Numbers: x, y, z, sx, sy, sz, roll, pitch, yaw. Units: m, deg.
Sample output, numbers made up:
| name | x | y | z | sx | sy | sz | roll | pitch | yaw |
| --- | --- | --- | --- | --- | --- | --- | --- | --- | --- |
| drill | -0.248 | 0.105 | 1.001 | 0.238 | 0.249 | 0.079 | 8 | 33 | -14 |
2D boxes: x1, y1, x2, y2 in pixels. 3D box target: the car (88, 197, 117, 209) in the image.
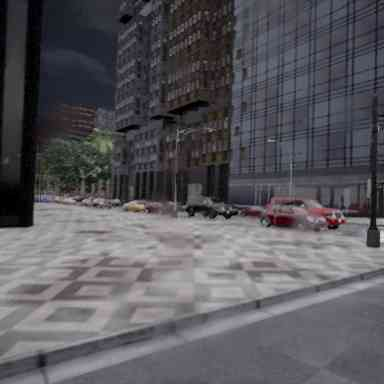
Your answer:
| name | x | y | z | sx | sy | sz | roll | pitch | yaw |
| --- | --- | --- | --- | --- | --- | --- | --- | --- | --- |
| car | -12.807 | 1.594 | 47.472 | 1.967 | 1.590 | 4.097 | 3 | -2 | -36 |

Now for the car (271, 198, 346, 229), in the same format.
| name | x | y | z | sx | sy | sz | roll | pitch | yaw |
| --- | --- | --- | --- | --- | --- | --- | --- | --- | --- |
| car | 7.762 | 1.461 | 23.300 | 2.150 | 2.045 | 5.566 | 3 | -2 | -36 |

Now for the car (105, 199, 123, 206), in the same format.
| name | x | y | z | sx | sy | sz | roll | pitch | yaw |
| --- | --- | --- | --- | --- | --- | --- | --- | --- | --- |
| car | -15.452 | 2.049 | 65.808 | 1.947 | 1.339 | 4.313 | 3 | -2 | -36 |

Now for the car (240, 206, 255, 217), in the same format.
| name | x | y | z | sx | sy | sz | roll | pitch | yaw |
| --- | --- | --- | --- | --- | --- | --- | --- | --- | --- |
| car | 6.889 | 2.053 | 34.566 | 1.802 | 1.307 | 4.206 | 3 | -2 | -36 |

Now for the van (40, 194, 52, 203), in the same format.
| name | x | y | z | sx | sy | sz | roll | pitch | yaw |
| --- | --- | --- | --- | --- | --- | --- | --- | --- | --- |
| van | -31.956 | 1.494 | 74.258 | 1.690 | 1.788 | 3.998 | 3 | -2 | -36 |

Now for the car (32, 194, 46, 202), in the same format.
| name | x | y | z | sx | sy | sz | roll | pitch | yaw |
| --- | --- | --- | --- | --- | --- | --- | --- | --- | --- |
| car | -38.339 | 1.467 | 83.186 | 2.192 | 1.841 | 5.009 | 3 | -2 | -36 |

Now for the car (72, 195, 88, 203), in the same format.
| name | x | y | z | sx | sy | sz | roll | pitch | yaw |
| --- | --- | --- | --- | --- | --- | --- | --- | --- | --- |
| car | -28.210 | 1.796 | 83.666 | 2.192 | 1.841 | 5.009 | 3 | -2 | -36 |

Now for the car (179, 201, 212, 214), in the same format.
| name | x | y | z | sx | sy | sz | roll | pitch | yaw |
| --- | --- | --- | --- | --- | --- | --- | --- | --- | --- |
| car | 0.408 | 2.002 | 43.631 | 1.752 | 1.417 | 4.829 | 3 | -2 | -36 |

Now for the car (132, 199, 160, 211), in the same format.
| name | x | y | z | sx | sy | sz | roll | pitch | yaw |
| --- | --- | --- | --- | --- | --- | --- | --- | --- | --- |
| car | -6.850 | 1.868 | 49.110 | 2.128 | 1.511 | 4.902 | 3 | -2 | -35 |

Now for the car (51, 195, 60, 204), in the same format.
| name | x | y | z | sx | sy | sz | roll | pitch | yaw |
| --- | --- | --- | --- | --- | --- | --- | --- | --- | --- |
| car | -25.575 | 1.594 | 65.328 | 1.967 | 1.590 | 4.097 | 3 | -2 | -36 |

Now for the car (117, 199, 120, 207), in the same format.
| name | x | y | z | sx | sy | sz | roll | pitch | yaw |
| --- | --- | --- | --- | --- | --- | --- | --- | --- | --- |
| car | -12.936 | 1.903 | 57.548 | 1.812 | 1.442 | 4.674 | 3 | -2 | -36 |

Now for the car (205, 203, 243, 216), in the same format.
| name | x | y | z | sx | sy | sz | roll | pitch | yaw |
| --- | --- | --- | --- | --- | --- | --- | --- | --- | --- |
| car | 3.698 | 2.040 | 39.029 | 1.947 | 1.339 | 4.313 | 3 | -2 | -36 |

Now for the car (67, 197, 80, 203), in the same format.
| name | x | y | z | sx | sy | sz | roll | pitch | yaw |
| --- | --- | --- | --- | --- | --- | --- | --- | --- | --- |
| car | -31.507 | 2.006 | 88.263 | 1.752 | 1.417 | 4.829 | 3 | -2 | -36 |

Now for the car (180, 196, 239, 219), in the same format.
| name | x | y | z | sx | sy | sz | roll | pitch | yaw |
| --- | --- | --- | --- | --- | --- | --- | --- | --- | --- |
| car | 1.607 | 1.467 | 31.901 | 2.150 | 2.045 | 5.566 | 3 | -2 | -36 |

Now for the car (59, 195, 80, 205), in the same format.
| name | x | y | z | sx | sy | sz | roll | pitch | yaw |
| --- | --- | --- | --- | --- | --- | --- | --- | --- | --- |
| car | -22.287 | 1.680 | 60.724 | 1.752 | 1.417 | 4.829 | 3 | -2 | -36 |

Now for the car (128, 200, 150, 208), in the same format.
| name | x | y | z | sx | sy | sz | roll | pitch | yaw |
| --- | --- | --- | --- | --- | --- | --- | --- | --- | --- |
| car | -9.068 | 2.034 | 56.882 | 2.008 | 1.369 | 4.403 | 3 | -2 | -36 |

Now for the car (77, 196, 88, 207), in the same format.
| name | x | y | z | sx | sy | sz | roll | pitch | yaw |
| --- | --- | --- | --- | --- | --- | --- | --- | --- | --- |
| car | -16.004 | 1.737 | 51.933 | 1.802 | 1.307 | 4.206 | 3 | -2 | -36 |

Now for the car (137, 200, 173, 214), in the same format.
| name | x | y | z | sx | sy | sz | roll | pitch | yaw |
| --- | --- | --- | --- | --- | --- | --- | --- | --- | --- |
| car | -4.610 | 1.799 | 40.591 | 2.033 | 1.411 | 5.357 | 3 | -2 | -35 |

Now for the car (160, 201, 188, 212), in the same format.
| name | x | y | z | sx | sy | sz | roll | pitch | yaw |
| --- | --- | --- | --- | --- | --- | --- | --- | --- | --- |
| car | -2.685 | 2.031 | 47.955 | 2.008 | 1.369 | 4.403 | 3 | -2 | -36 |

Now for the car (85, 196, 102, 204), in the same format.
| name | x | y | z | sx | sy | sz | roll | pitch | yaw |
| --- | --- | --- | --- | --- | --- | --- | --- | --- | --- |
| car | -22.004 | 1.820 | 74.341 | 2.097 | 1.767 | 4.553 | 3 | -2 | -36 |

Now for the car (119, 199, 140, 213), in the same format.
| name | x | y | z | sx | sy | sz | roll | pitch | yaw |
| --- | --- | --- | --- | --- | --- | --- | --- | --- | --- |
| car | -6.327 | 1.674 | 38.404 | 1.752 | 1.417 | 4.829 | 3 | -2 | -36 |

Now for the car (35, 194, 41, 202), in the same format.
| name | x | y | z | sx | sy | sz | roll | pitch | yaw |
| --- | --- | --- | --- | --- | --- | --- | --- | --- | --- |
| car | -35.151 | 1.592 | 78.719 | 1.967 | 1.590 | 4.097 | 3 | -2 | -36 |

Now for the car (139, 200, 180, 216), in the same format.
| name | x | y | z | sx | sy | sz | roll | pitch | yaw |
| --- | --- | --- | --- | --- | --- | --- | --- | --- | --- |
| car | -3.234 | 1.690 | 34.078 | 1.887 | 1.381 | 4.507 | 3 | -2 | -36 |

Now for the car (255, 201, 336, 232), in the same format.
| name | x | y | z | sx | sy | sz | roll | pitch | yaw |
| --- | --- | --- | --- | --- | --- | --- | --- | --- | --- |
| car | 6.327 | 1.576 | 20.715 | 1.967 | 1.590 | 4.097 | 3 | -2 | -37 |
